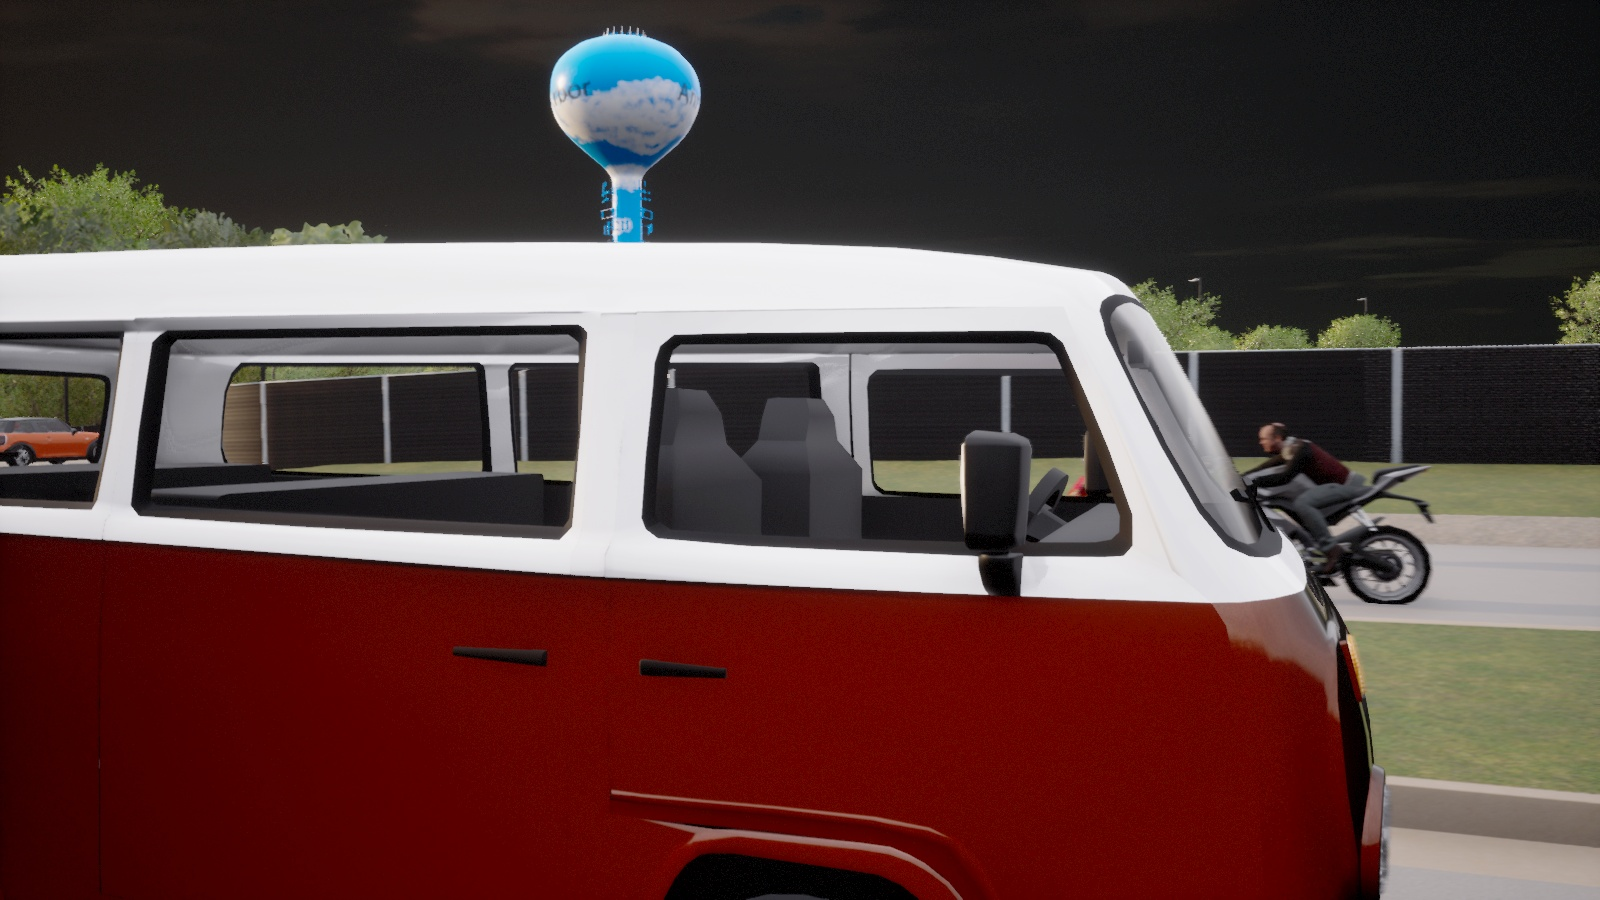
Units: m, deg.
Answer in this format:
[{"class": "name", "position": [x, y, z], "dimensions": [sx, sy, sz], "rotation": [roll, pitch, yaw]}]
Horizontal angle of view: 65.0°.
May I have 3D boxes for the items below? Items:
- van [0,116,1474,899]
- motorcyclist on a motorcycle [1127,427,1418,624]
[{"class": "van", "position": [-0.868, 0.471, 3.481], "dimensions": [4.480, 2.038, 2.069], "rotation": [2, 1, 19]}, {"class": "motorcyclist on a motorcycle", "position": [3.909, 0.577, 10.577], "dimensions": [2.191, 1.530, 0.866], "rotation": [1, 1, 16]}]
